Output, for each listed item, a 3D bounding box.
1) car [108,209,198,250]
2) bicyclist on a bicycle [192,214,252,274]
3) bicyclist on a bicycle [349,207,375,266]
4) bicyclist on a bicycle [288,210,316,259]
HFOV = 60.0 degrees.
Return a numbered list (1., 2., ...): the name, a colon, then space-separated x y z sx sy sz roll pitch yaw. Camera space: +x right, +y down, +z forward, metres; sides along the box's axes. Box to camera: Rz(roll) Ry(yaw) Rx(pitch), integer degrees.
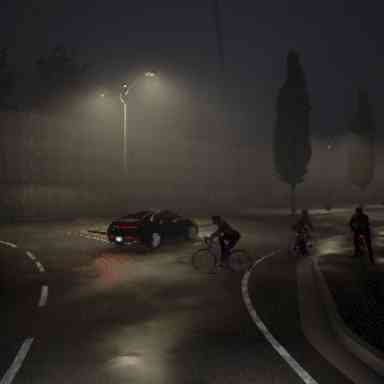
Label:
1. car: -1.504 1.484 14.463 1.837 1.490 4.892 -2 -1 30
2. bicyclist on a bicycle: 0.809 1.439 9.077 1.656 1.620 0.582 0 0 7
3. bicyclist on a bicycle: 4.968 1.288 9.844 0.582 1.620 1.656 0 0 18
4. bicyclist on a bicycle: 3.783 1.436 11.364 1.656 1.620 0.582 0 0 -38
